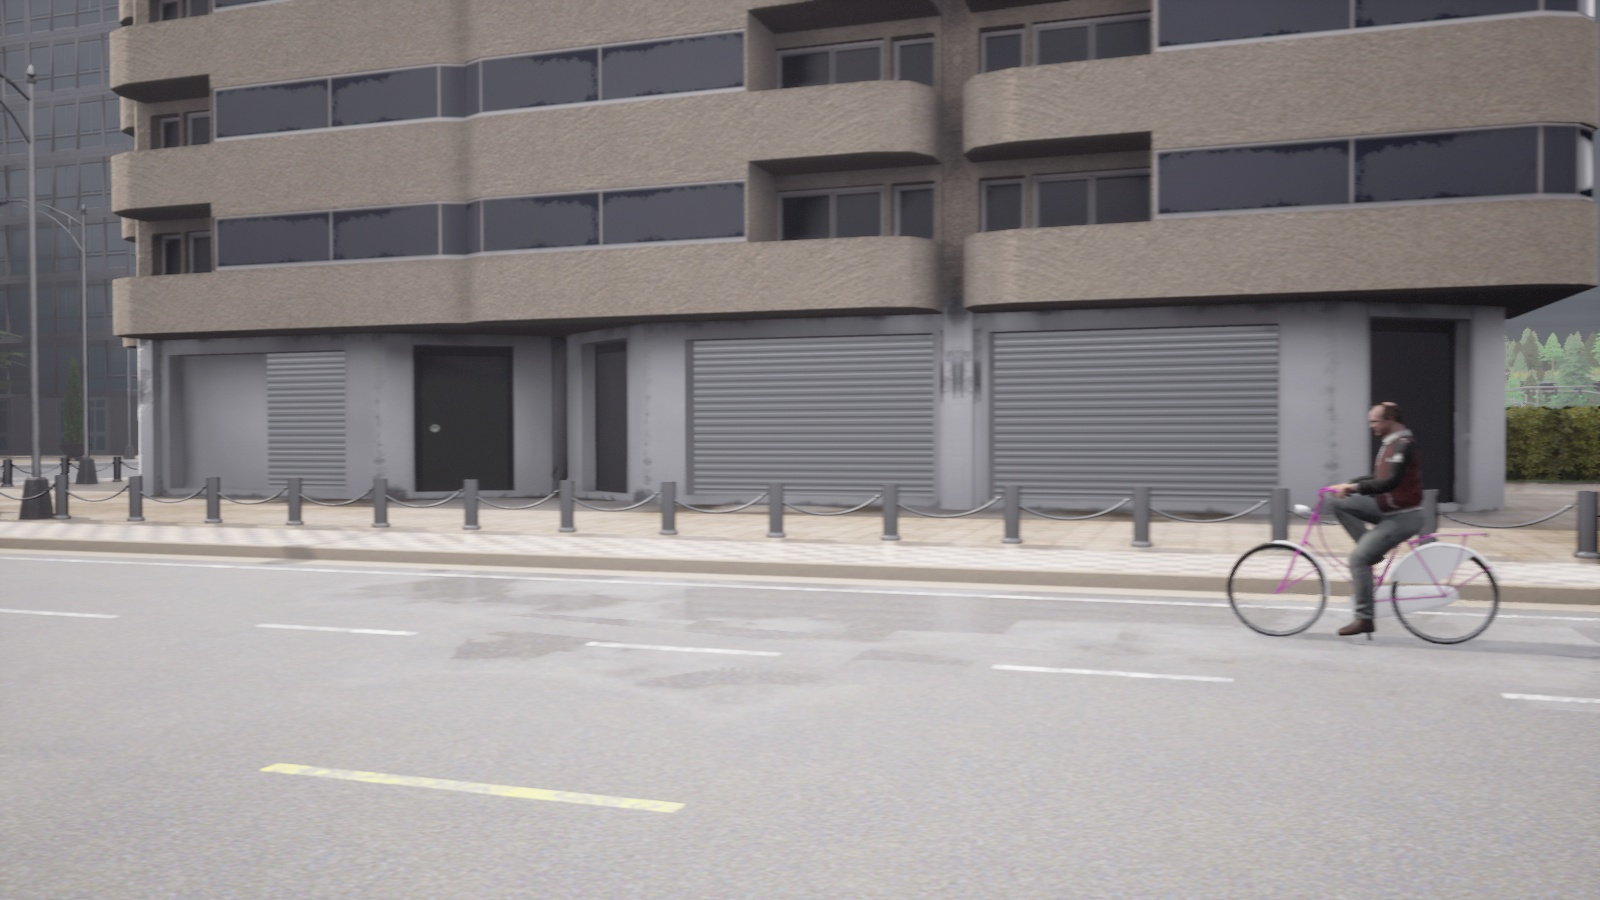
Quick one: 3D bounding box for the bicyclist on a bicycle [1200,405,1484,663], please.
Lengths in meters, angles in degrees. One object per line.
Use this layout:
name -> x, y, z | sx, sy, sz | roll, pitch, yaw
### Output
bicyclist on a bicycle -> 3.929, 0.564, 9.254 | 1.843, 1.776, 0.659 | 1, 1, 19
